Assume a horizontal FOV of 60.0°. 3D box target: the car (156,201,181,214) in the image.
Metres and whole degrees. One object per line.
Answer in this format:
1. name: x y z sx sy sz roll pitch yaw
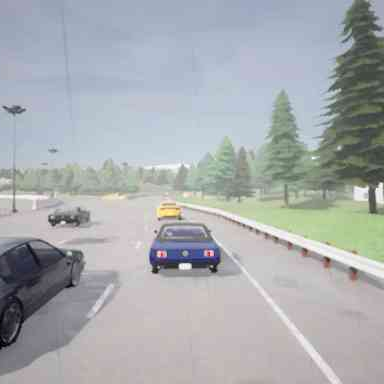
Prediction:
1. car: -2.027 1.510 28.440 1.882 1.535 5.008 0 0 -7

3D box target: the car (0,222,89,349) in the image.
1. car: -3.570 1.561 6.165 2.033 1.411 5.357 0 0 -2

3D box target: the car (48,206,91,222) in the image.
1. car: -8.385 1.640 23.191 1.895 1.301 4.718 0 0 -7

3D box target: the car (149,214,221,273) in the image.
1. car: -0.288 1.612 10.713 1.895 1.301 4.718 0 0 -3
